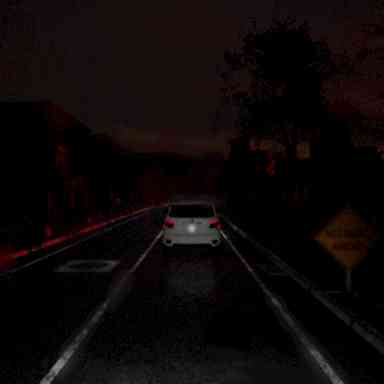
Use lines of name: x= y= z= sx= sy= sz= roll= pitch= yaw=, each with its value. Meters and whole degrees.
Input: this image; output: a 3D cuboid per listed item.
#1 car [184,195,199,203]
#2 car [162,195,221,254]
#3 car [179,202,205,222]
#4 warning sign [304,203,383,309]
car: x=-0.076 y=1.569 z=73.692 sx=2.097 sy=1.767 sz=4.553 roll=0 pitch=0 yaw=17
car: x=-0.008 y=1.304 z=14.006 sx=2.150 sy=2.045 sz=5.566 roll=0 pitch=0 yaw=0
car: x=-0.017 y=1.677 z=29.001 sx=2.033 sy=1.411 sz=5.357 roll=0 pitch=0 yaw=0
warning sign: x=3.037 y=1.170 z=6.494 sx=1.300 sy=1.860 sz=1.060 roll=-1 pitch=-1 yaw=0
